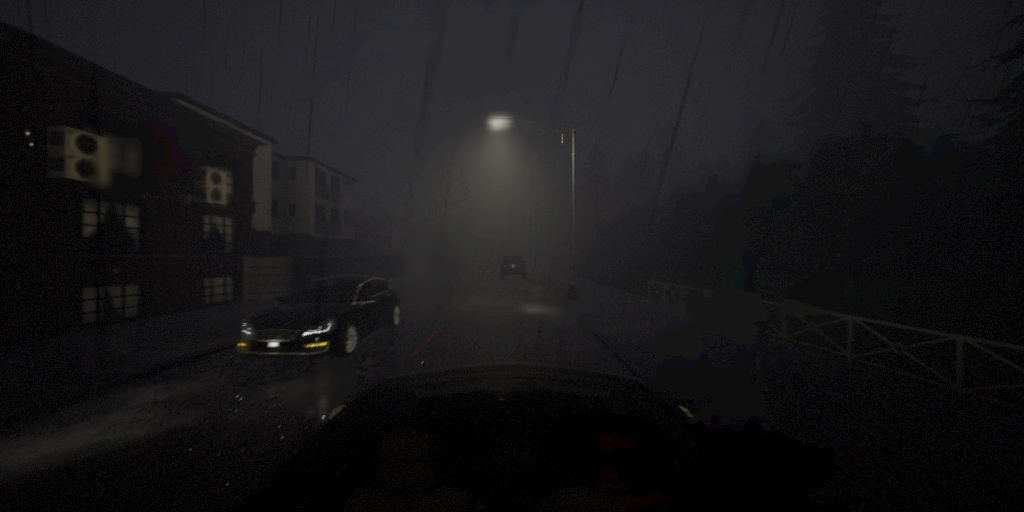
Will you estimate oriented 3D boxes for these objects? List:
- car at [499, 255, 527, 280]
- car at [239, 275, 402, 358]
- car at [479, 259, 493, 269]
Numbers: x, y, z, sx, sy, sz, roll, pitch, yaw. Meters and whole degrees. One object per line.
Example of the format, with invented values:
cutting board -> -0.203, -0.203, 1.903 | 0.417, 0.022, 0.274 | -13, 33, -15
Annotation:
car -> 0.100, 0.956, 31.228 | 2.150, 2.045, 5.566 | 0, 0, 0
car -> -4.100, 1.250, 8.588 | 1.837, 1.490, 4.892 | 0, 0, 0
car -> -4.051, 1.212, 55.901 | 2.128, 1.511, 4.902 | 0, 0, 0
